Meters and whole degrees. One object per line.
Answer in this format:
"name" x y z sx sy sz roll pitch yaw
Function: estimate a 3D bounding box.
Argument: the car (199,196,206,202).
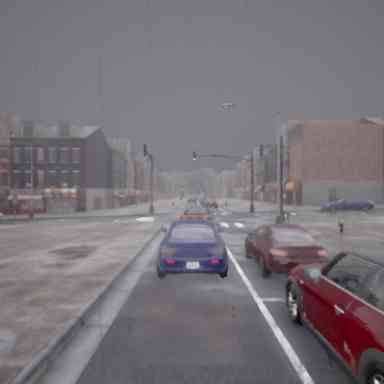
"car" 2.631 1.838 85.246 1.752 1.417 4.829 -1 0 0

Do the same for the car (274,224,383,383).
"car" 2.633 1.443 4.451 1.967 1.590 4.097 0 0 0

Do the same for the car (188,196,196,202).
"car" 0.002 1.654 82.737 1.812 1.442 4.674 0 0 0

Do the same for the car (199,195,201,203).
"car" 2.630 1.455 52.663 2.192 1.841 5.009 -1 0 0

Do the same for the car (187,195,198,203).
"car" 0.002 1.729 72.316 1.837 1.490 4.892 0 0 0

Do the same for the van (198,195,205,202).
"van" 2.629 1.686 90.480 1.690 1.788 3.998 -1 0 0

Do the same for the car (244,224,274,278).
"car" 2.634 1.590 9.917 1.802 1.307 4.206 0 0 0

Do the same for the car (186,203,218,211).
"car" 0.489 1.631 21.726 1.895 1.301 4.718 0 0 7

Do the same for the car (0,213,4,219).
"car" -20.075 2.232 30.413 4.718 1.301 1.895 -2 0 -1

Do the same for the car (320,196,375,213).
"car" 14.144 1.136 30.425 4.674 1.442 1.812 -1 0 2

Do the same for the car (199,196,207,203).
"car" 2.631 1.806 79.844 1.752 1.417 4.829 -1 0 0

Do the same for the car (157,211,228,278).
"car" 0.012 1.534 10.008 1.812 1.442 4.674 0 0 0

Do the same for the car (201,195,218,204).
"car" 2.631 1.556 47.261 1.967 1.590 4.097 -1 0 0

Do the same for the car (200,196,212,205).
"car" 2.631 1.631 63.467 1.967 1.590 4.097 -1 0 0
